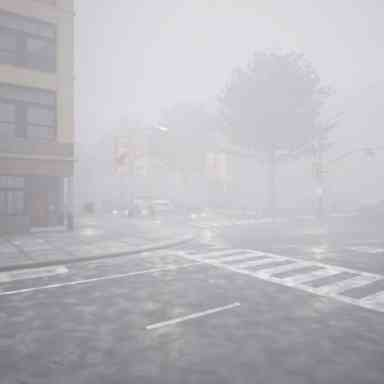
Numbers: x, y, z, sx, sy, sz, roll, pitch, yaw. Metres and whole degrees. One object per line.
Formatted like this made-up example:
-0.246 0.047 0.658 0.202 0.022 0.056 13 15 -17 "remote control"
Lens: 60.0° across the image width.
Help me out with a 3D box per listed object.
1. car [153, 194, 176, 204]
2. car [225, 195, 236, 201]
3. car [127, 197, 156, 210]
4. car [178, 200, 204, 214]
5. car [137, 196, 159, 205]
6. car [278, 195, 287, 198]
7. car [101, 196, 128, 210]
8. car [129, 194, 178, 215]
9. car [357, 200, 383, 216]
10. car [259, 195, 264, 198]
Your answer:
-5.155 1.344 61.879 2.097 1.767 4.553 0 0 -36 "car"
8.017 1.400 76.664 2.161 1.482 4.786 0 0 -36 "car"
-6.743 1.500 44.234 1.837 1.490 4.892 0 0 -35 "car"
-0.921 1.542 36.058 2.033 1.411 5.357 0 0 -36 "car"
-8.017 1.498 59.865 1.837 1.490 4.892 0 0 -36 "car"
18.479 1.305 69.159 2.002 1.452 4.674 0 0 -36 "car"
-9.984 1.348 42.755 2.097 1.767 4.553 0 0 -35 "car"
-4.152 1.217 34.563 2.150 2.045 5.566 0 0 -36 "car"
18.401 1.469 31.452 5.008 1.535 1.882 0 1 29 "car"
17.682 1.446 83.094 1.895 1.301 4.718 0 0 -36 "car"
